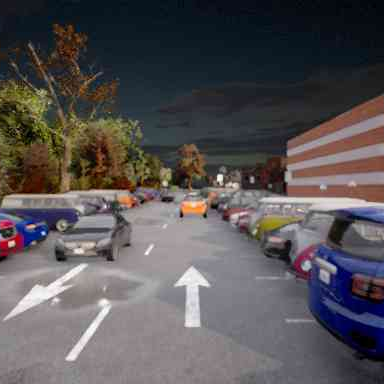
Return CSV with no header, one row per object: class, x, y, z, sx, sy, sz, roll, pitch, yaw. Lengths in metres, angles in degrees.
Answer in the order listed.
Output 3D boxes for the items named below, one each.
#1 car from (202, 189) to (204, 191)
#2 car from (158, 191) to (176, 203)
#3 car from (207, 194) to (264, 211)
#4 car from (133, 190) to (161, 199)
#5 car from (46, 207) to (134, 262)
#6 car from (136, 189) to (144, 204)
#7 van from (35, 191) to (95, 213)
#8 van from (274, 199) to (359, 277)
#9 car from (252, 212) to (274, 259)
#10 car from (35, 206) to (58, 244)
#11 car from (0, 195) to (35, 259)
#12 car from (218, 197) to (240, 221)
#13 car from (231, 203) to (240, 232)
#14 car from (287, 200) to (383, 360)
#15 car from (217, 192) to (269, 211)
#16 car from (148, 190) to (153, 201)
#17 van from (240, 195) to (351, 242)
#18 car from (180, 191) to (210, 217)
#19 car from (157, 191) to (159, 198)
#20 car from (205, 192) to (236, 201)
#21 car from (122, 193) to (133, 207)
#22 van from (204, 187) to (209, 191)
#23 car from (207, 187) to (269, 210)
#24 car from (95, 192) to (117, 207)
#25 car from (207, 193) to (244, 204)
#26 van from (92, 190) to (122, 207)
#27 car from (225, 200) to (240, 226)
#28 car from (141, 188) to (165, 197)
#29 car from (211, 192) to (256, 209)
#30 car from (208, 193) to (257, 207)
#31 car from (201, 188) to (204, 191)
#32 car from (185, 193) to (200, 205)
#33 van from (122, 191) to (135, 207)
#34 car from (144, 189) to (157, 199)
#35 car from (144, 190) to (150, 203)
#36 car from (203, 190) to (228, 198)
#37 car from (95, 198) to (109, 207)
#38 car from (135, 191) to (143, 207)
car,4.413,0.616,55.312,4.674,1.452,2.002,0,1,0
car,-3.340,0.867,47.186,1.895,1.301,4.718,0,1,0
car,4.227,1.046,32.710,5.366,1.575,1.946,0,1,0
car,-8.169,0.457,60.875,4.892,1.521,2.231,0,1,0
car,-3.334,1.481,12.141,1.812,1.442,4.674,0,0,0
car,-8.187,0.808,38.164,4.553,1.767,2.185,0,1,0
van,-8.040,1.119,18.524,4.442,1.987,1.878,0,1,0
van,4.298,1.230,7.260,4.442,1.987,1.878,0,0,0
car,4.412,1.487,10.087,4.674,1.452,2.002,0,0,0
car,-8.156,1.433,12.749,5.008,1.535,2.097,0,0,0
car,-8.134,1.195,9.913,5.566,2.045,2.435,0,0,0
car,4.419,1.286,21.410,5.008,1.535,2.097,0,1,0
car,4.411,1.440,15.751,4.674,1.452,2.002,0,1,0
car,4.443,1.214,4.435,5.566,2.045,2.435,0,0,0
car,4.382,1.101,24.232,4.553,1.767,2.185,0,1,0
car,-8.161,0.816,43.812,5.008,1.535,2.097,0,1,0
van,4.297,1.208,12.791,4.442,1.987,1.878,0,0,0
car,0.098,1.027,27.694,2.097,1.767,4.553,0,1,0
car,-8.153,0.636,52.406,5.008,1.535,2.097,0,1,0
car,4.408,0.675,52.487,4.674,1.452,2.002,0,1,0
car,-8.163,1.110,29.822,4.892,1.521,2.231,0,1,0
van,4.294,0.528,46.831,4.442,1.987,1.878,0,1,0
car,4.384,0.857,29.880,5.566,2.045,2.435,0,1,0
car,-8.126,1.104,24.049,4.553,1.767,2.185,0,1,0
car,4.414,0.853,44.011,4.674,1.452,2.002,0,1,0
van,-8.275,0.942,26.993,4.442,1.987,1.878,0,1,0
car,4.416,1.385,18.586,4.674,1.452,2.002,0,1,0
car,-8.101,0.134,69.350,4.553,1.767,2.185,0,1,0
car,4.381,0.865,35.533,4.553,1.767,2.185,0,1,0
car,4.597,0.928,38.360,5.366,1.575,1.946,0,1,0
car,4.415,0.455,60.961,5.008,1.535,2.097,0,1,0
car,0.093,0.861,43.872,1.812,1.442,4.674,0,1,0
van,-8.272,0.824,32.643,4.442,1.987,1.878,0,1,0
car,-8.153,0.695,49.583,5.008,1.535,2.097,0,1,0
car,-8.151,0.875,40.989,5.008,1.535,2.097,0,1,0
car,4.412,0.432,63.788,4.674,1.452,2.002,0,1,0
car,-8.190,1.316,21.355,4.792,1.488,2.163,0,1,0
car,-8.161,0.993,35.344,5.008,1.535,2.097,0,1,0
